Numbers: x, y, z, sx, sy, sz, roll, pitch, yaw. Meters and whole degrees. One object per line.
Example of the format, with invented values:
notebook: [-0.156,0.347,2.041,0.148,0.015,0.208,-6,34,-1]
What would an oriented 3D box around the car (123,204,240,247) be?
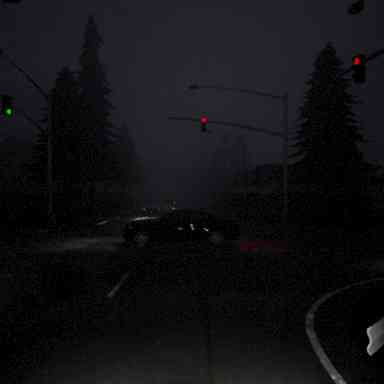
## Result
car: [-0.437,1.464,14.406,5.008,1.535,1.882,0,0,0]

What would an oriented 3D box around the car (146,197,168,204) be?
car: [-3.629,1.506,32.039,1.812,1.442,4.674,0,0,0]

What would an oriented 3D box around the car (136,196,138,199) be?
car: [-16.320,1.308,87.732,3.806,1.475,1.970,0,0,-1]

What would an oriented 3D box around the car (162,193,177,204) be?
car: [-3.582,1.176,53.541,2.150,2.045,5.566,0,0,0]

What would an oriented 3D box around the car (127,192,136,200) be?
car: [-16.906,1.026,84.403,3.866,1.878,1.905,0,0,-1]
